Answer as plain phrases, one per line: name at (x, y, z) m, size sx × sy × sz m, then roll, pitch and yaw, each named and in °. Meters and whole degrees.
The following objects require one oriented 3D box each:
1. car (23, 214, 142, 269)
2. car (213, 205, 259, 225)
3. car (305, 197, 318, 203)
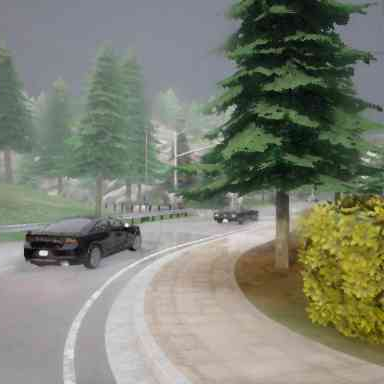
car at (-3.365, 1.490, 11.308) m, size 1.882 × 1.535 × 5.008 m, roll 0°, pitch 0°, yaw 14°
car at (3.346, 1.628, 24.182) m, size 1.895 × 1.301 × 4.718 m, roll 0°, pitch 0°, yaw 30°
car at (24.651, 1.509, 68.514) m, size 2.128 × 1.511 × 4.902 m, roll 0°, pitch 0°, yaw 30°
